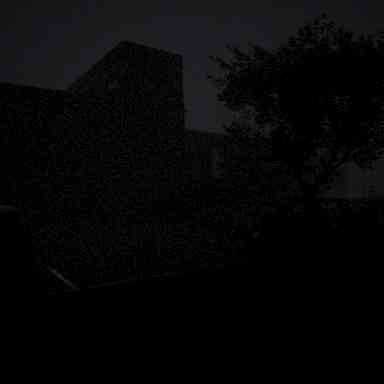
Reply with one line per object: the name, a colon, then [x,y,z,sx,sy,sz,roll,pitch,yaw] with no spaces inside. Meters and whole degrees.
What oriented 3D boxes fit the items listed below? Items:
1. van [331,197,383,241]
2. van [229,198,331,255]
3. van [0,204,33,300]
van: [7.615,1.292,16.723,4.442,1.987,1.878,2,0,-42]
van: [3.355,1.254,13.119,4.442,1.987,1.878,2,0,-41]
van: [-5.603,1.208,6.420,4.442,1.987,1.878,2,0,-36]
